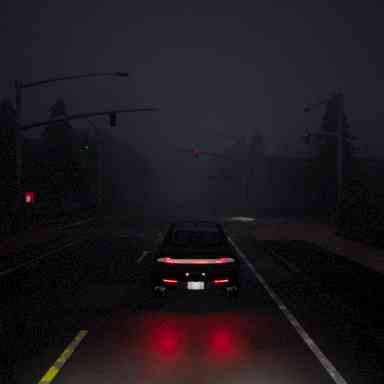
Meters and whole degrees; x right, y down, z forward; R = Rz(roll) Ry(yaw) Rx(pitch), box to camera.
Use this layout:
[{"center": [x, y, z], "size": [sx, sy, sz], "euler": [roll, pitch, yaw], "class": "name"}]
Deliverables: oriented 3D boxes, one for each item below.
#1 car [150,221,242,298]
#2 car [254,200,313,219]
[{"center": [0.091, 1.492, 8.487], "size": [2.128, 1.511, 4.902], "euler": [0, 0, 1], "class": "car"}, {"center": [7.722, 1.486, 28.282], "size": [4.892, 1.490, 1.837], "euler": [0, 0, -4], "class": "car"}]
